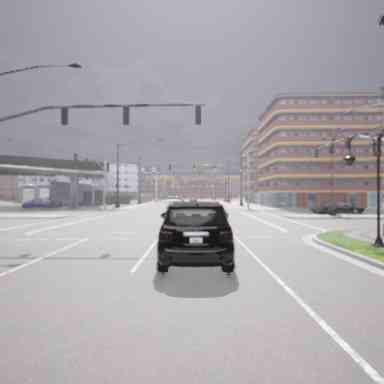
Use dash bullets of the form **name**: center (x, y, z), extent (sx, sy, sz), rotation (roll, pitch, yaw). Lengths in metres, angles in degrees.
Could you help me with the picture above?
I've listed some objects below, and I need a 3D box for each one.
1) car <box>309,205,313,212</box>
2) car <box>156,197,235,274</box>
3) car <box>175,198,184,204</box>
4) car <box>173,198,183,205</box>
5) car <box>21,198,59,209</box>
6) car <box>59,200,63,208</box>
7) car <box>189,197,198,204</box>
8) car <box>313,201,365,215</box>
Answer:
- **car**: center (16.738, 1.849, 40.283), extent (4.892, 1.490, 1.837), rotation (0, 0, 1)
- **car**: center (0.106, 1.318, 11.024), extent (2.150, 2.045, 5.566), rotation (0, 0, 0)
- **car**: center (-3.211, 2.234, 84.622), extent (2.128, 1.511, 4.902), rotation (0, 0, 0)
- **car**: center (-3.139, 2.172, 74.293), extent (2.033, 1.411, 5.357), rotation (0, 0, 0)
- **car**: center (-23.244, 1.723, 50.269), extent (4.611, 1.667, 2.242), rotation (0, 0, 1)
- **car**: center (-23.952, 1.932, 56.019), extent (3.806, 1.475, 1.970), rotation (0, 0, 1)
- **car**: center (0.319, 2.056, 80.344), extent (2.128, 1.511, 4.902), rotation (0, 0, 0)
- **car**: center (16.351, 1.915, 36.808), extent (4.718, 1.301, 1.895), rotation (0, 0, -3)
